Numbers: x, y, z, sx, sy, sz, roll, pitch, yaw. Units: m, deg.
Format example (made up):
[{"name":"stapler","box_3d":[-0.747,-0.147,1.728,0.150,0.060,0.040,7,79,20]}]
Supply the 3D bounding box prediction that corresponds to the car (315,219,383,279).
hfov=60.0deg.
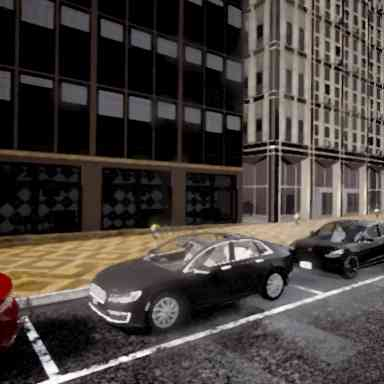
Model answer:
[{"name":"car","box_3d":[4.745,1.514,9.928,4.313,1.339,1.947,0,1,-35]}]

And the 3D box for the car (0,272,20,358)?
[{"name":"car","box_3d":[-4.332,1.554,3.452,4.507,1.381,1.887,0,1,-35]}]

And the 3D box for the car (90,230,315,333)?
[{"name":"car","box_3d":[0.206,1.529,6.690,4.403,1.369,2.008,0,1,-35]}]
